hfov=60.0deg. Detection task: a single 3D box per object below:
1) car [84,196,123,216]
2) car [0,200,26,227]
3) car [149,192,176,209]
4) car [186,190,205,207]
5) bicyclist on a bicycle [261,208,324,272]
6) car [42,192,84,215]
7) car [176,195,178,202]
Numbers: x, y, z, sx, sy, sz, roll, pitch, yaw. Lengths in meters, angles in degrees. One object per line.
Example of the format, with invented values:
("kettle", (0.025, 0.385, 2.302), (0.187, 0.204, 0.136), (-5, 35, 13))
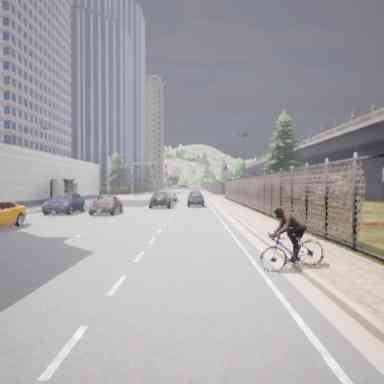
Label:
("car", (-6.779, 1.066, 26.654), (1.812, 1.442, 4.674), (0, 1, 0))
("car", (-10.458, 1.171, 17.066), (1.882, 1.535, 5.008), (0, 1, 0))
("car", (-3.147, 0.736, 34.734), (2.097, 1.767, 4.553), (0, 1, 1))
("car", (0.413, 0.839, 36.867), (2.128, 1.511, 4.902), (0, 1, 0))
("bicyclist on a bicycle", (2.514, 1.208, 8.578), (1.656, 1.620, 0.582), (-9, 1, 1))
("car", (-10.354, 0.868, 27.146), (2.097, 1.767, 4.553), (0, 1, 1))
("car", (-3.045, 0.753, 47.912), (1.895, 1.301, 4.718), (0, 1, 1))
